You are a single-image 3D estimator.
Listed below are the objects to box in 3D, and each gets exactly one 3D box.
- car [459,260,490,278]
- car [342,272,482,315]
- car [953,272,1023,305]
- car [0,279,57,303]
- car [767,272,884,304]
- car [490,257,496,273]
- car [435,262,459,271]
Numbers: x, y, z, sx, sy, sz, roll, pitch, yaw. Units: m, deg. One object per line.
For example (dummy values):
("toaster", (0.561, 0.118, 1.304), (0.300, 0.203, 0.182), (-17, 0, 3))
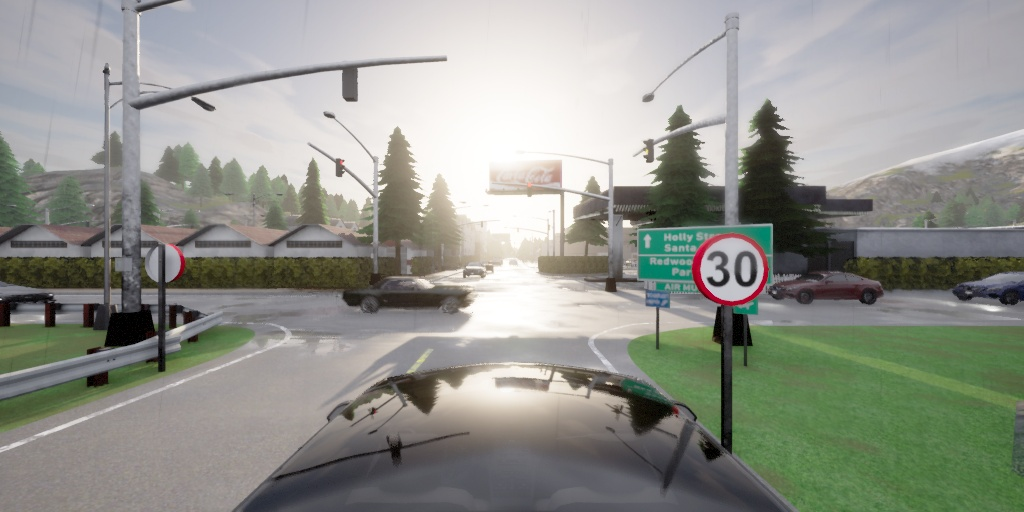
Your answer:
("car", (-3.459, 1.291, 33.806), (1.812, 1.442, 4.674), (1, -1, 1))
("car", (-3.685, 1.424, 13.561), (4.718, 1.301, 1.895), (0, 0, 1))
("car", (23.935, 1.467, 16.928), (4.674, 1.442, 1.812), (0, 0, 1))
("car", (-21.097, 1.489, 13.764), (5.357, 1.411, 2.033), (0, 0, 1))
("car", (14.802, 1.467, 17.022), (4.674, 1.442, 1.812), (0, 0, 0))
("car", (-3.184, 1.269, 44.097), (1.882, 1.535, 5.008), (0, -1, -3))
("car", (-9.984, 1.477, 50.962), (5.357, 1.411, 2.033), (-1, 0, 0))
